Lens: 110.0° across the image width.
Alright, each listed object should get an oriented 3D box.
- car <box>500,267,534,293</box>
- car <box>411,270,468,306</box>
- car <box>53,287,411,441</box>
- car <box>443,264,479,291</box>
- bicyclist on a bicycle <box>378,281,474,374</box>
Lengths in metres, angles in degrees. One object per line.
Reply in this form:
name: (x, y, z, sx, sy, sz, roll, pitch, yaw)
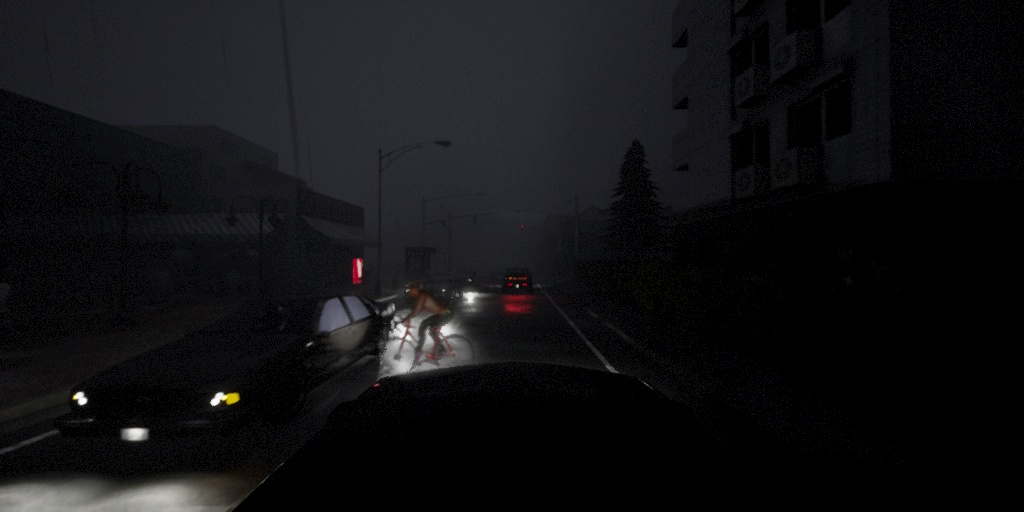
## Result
car: (0.321, 1.445, 22.493, 1.837, 1.490, 4.892, 0, -1, 0)
car: (-3.437, 1.486, 16.536, 1.895, 1.301, 4.718, 0, -1, 1)
car: (-3.566, 1.337, 6.082, 2.033, 1.411, 5.357, 0, -1, 1)
car: (-3.262, 1.480, 24.135, 1.812, 1.442, 4.674, 0, -1, 1)
bicyclist on a bicycle: (-1.479, 1.243, 6.114, 1.656, 1.620, 0.582, -2, -1, 1)
